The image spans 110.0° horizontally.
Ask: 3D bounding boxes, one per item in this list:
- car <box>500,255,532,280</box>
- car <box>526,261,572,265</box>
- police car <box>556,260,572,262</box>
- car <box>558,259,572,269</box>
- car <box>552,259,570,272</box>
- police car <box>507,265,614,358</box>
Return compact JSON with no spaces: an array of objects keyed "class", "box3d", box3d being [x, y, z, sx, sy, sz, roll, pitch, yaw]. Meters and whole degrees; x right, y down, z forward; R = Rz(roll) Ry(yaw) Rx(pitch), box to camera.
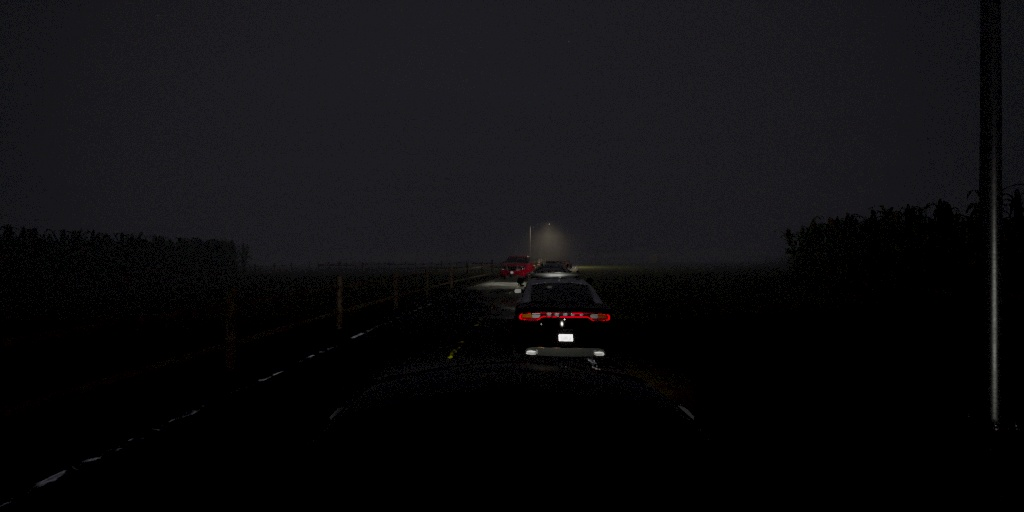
[{"class":"car","box3d":[0.541,0.950,30.896,2.150,2.045,5.566,0,0,11]},{"class":"car","box3d":[1.981,1.218,18.326,1.882,1.535,5.008,0,0,7]},{"class":"police car","box3d":[2.874,1.159,24.279,1.930,1.638,5.238,0,0,10]},{"class":"car","box3d":[8.316,1.259,55.891,1.994,1.385,4.181,0,0,12]},{"class":"car","box3d":[6.269,1.187,45.351,1.882,1.535,5.008,0,0,12]},{"class":"police car","box3d":[1.063,1.173,8.632,1.930,1.638,5.238,0,0,3]}]
